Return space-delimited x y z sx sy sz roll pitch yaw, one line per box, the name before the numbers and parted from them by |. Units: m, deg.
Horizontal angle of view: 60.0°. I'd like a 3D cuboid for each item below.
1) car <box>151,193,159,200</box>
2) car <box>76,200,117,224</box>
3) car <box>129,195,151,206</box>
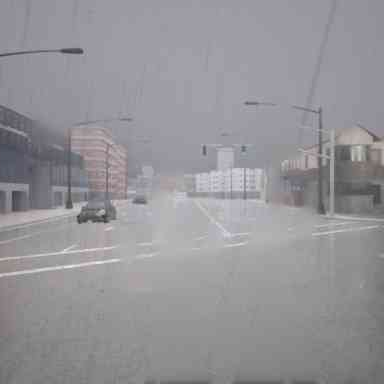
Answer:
car | -8.435 0.952 74.363 2.097 1.767 4.553 0 -1 -2
car | -7.050 1.409 24.976 2.097 1.767 4.553 0 0 -2
car | -7.749 1.271 49.958 1.994 1.385 4.181 0 1 -2
